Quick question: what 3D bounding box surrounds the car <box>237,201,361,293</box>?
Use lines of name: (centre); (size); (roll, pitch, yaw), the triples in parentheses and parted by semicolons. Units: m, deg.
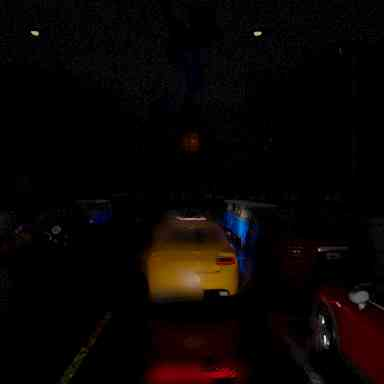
car: (2.717, 1.315, 8.808); (2.192, 1.841, 5.009); (0, 0, 0)

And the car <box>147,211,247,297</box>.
car: (0.039, 1.478, 8.635); (1.882, 1.535, 5.008); (0, 0, 0)

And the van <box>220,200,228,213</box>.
van: (2.660, 1.343, 19.683); (1.690, 1.788, 3.998); (0, 0, 0)

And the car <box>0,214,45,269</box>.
car: (-5.807, 1.526, 8.593); (1.752, 1.417, 4.829); (0, 0, 0)

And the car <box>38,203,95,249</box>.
car: (-5.836, 1.441, 14.200); (1.967, 1.590, 4.097); (0, 0, 0)

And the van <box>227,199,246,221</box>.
van: (2.688, 1.342, 14.245); (1.690, 1.788, 3.998); (0, 0, 0)

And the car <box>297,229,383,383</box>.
car: (2.746, 1.440, 3.370); (1.967, 1.590, 4.097); (0, 0, 0)

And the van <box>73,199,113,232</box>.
van: (-5.865, 1.343, 19.638); (1.690, 1.788, 3.998); (0, 0, 0)

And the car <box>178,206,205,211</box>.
car: (-0.048, 1.493, 18.137); (2.128, 1.511, 4.902); (0, 0, 0)
